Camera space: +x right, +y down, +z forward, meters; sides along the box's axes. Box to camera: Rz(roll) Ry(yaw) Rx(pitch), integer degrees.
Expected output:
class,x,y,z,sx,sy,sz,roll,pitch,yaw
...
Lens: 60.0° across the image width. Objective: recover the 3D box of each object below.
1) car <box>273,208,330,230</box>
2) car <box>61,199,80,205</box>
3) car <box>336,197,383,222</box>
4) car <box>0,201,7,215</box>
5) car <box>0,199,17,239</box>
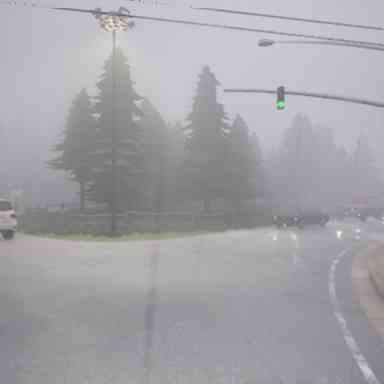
class,x,y,z,sx,sy,sz,roll,pitch,yaw
car,7.484,1.776,22.623,4.718,1.301,1.895,0,-1,-44
car,-17.684,1.850,49.900,2.128,1.511,4.902,0,0,11
car,14.845,1.456,29.352,5.566,2.045,2.150,0,-1,-41
car,-22.462,1.743,36.006,2.128,1.511,4.902,0,0,1
car,-11.167,1.356,17.359,5.566,2.045,2.150,0,-1,41
